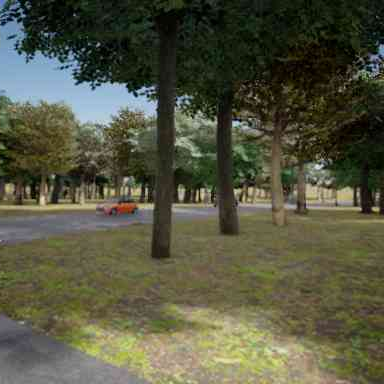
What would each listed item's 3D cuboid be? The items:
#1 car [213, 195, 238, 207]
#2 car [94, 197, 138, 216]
[{"bbox_3d":[5.445,1.469,53.287,2.150,2.045,5.566,3,0,33],"label":"car"},{"bbox_3d":[-7.399,1.372,32.894,2.097,1.767,4.553,3,1,32],"label":"car"}]
